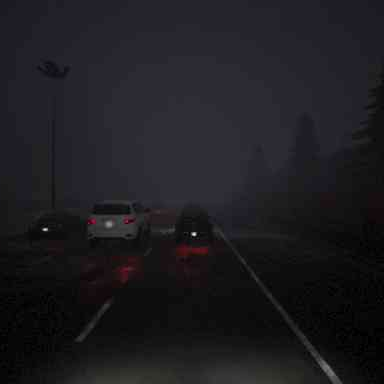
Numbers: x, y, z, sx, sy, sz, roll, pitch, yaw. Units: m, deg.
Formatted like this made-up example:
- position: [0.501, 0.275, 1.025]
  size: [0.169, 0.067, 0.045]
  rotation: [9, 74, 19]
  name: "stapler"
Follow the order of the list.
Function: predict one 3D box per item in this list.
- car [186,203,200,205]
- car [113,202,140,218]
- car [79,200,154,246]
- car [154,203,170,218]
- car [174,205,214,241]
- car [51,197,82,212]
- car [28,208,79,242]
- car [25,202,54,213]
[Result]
- position: [0.104, 1.872, 35.541]
  size: [1.882, 1.535, 5.008]
  rotation: [0, 0, 0]
  name: "car"
- position: [-6.896, 1.872, 35.541]
  size: [1.882, 1.535, 5.008]
  rotation: [0, 0, 0]
  name: "car"
- position: [-3.398, 1.405, 16.306]
  size: [2.150, 2.045, 5.566]
  rotation: [0, 0, 0]
  name: "car"
- position: [-3.396, 1.872, 35.532]
  size: [1.882, 1.535, 5.008]
  rotation: [0, 0, 0]
  name: "car"
- position: [0.101, 1.706, 17.861]
  size: [1.837, 1.490, 4.892]
  rotation: [0, 0, 0]
  name: "car"
- position: [-17.568, 1.743, 46.860]
  size: [2.150, 2.045, 5.566]
  rotation: [0, -1, 0]
  name: "car"
- position: [-6.898, 1.761, 17.648]
  size: [1.994, 1.385, 4.181]
  rotation: [0, -1, 0]
  name: "car"
- position: [-21.070, 2.074, 46.078]
  size: [1.994, 1.385, 4.181]
  rotation: [0, -1, 0]
  name: "car"
